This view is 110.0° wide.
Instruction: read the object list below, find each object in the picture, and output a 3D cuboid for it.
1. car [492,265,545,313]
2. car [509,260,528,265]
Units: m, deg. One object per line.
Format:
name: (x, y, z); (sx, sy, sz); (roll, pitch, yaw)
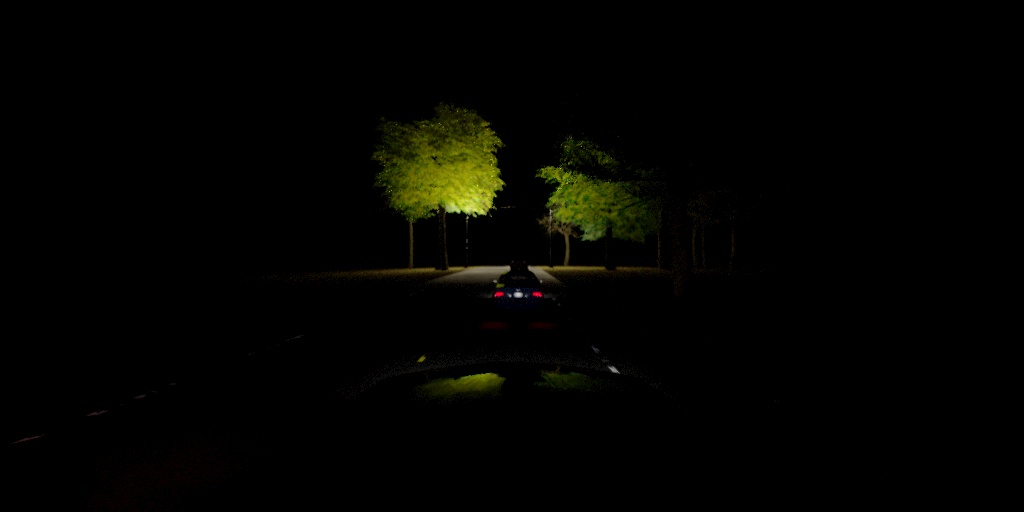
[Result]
car: (0.235, 1.262, 13.804); (2.033, 1.411, 5.357); (0, 0, 1)
car: (0.726, 1.125, 38.875); (1.882, 1.535, 5.008); (0, 0, 1)
